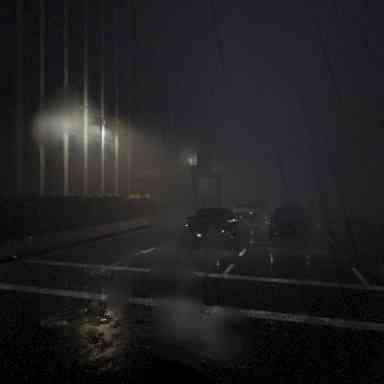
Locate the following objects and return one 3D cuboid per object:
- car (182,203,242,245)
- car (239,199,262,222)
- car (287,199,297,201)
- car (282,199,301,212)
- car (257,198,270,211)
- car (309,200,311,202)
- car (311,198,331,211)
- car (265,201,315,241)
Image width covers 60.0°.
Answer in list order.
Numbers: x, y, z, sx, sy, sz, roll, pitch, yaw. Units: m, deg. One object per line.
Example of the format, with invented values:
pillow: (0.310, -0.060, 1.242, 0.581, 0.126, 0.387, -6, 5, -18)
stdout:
car: (0.988, 1.505, 15.801, 1.837, 1.490, 4.892, 0, 0, 17)
car: (4.228, 1.525, 26.463, 1.812, 1.442, 4.674, 0, 0, 17)
car: (8.418, 1.546, 28.254, 2.033, 1.411, 5.357, 0, 0, 17)
car: (11.748, 1.562, 39.151, 1.994, 1.385, 4.181, 0, 0, 17)
car: (8.157, 1.477, 39.376, 1.882, 1.535, 5.008, 0, 1, 17)
car: (19.154, 1.599, 51.294, 1.895, 1.301, 4.718, 0, 0, 17)
car: (16.244, 1.524, 41.508, 1.812, 1.442, 4.674, 0, 0, 18)
car: (5.053, 1.477, 17.144, 1.882, 1.535, 5.008, 0, 0, 17)
